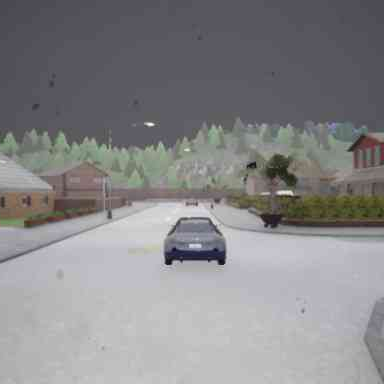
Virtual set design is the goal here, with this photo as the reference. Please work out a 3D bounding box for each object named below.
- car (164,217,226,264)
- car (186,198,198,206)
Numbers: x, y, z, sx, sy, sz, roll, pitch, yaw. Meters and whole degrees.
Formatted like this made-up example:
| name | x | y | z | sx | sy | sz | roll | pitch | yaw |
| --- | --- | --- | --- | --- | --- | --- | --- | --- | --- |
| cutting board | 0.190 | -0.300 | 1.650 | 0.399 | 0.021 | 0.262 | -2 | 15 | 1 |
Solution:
| name | x | y | z | sx | sy | sz | roll | pitch | yaw |
| --- | --- | --- | --- | --- | --- | --- | --- | --- | --- |
| car | 0.098 | 1.574 | 11.882 | 1.994 | 1.385 | 4.181 | 0 | 0 | 0 |
| car | 0.000 | 1.611 | 53.989 | 1.994 | 1.385 | 4.181 | 0 | 0 | 0 |
